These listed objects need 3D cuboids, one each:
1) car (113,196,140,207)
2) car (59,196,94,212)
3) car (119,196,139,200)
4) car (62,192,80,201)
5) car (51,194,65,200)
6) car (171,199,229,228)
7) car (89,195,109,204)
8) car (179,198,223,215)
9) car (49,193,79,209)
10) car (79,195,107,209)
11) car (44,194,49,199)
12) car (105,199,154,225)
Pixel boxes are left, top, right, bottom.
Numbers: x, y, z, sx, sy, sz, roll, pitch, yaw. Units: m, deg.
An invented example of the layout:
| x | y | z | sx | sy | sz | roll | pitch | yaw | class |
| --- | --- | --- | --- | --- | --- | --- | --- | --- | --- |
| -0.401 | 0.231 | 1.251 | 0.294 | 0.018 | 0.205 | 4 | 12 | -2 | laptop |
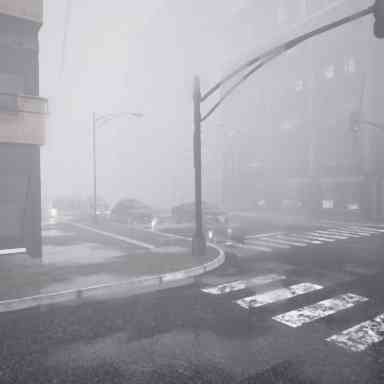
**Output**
| x | y | z | sx | sy | sz | roll | pitch | yaw | class |
| --- | --- | --- | --- | --- | --- | --- | --- | --- | --- |
| -9.103 | 1.266 | 45.971 | 1.752 | 1.417 | 4.829 | -1 | 1 | -35 | car |
| -12.658 | 1.448 | 36.388 | 2.008 | 1.369 | 4.403 | -1 | 1 | -35 | car |
| -5.467 | 1.374 | 30.548 | 1.882 | 1.535 | 5.008 | -1 | 1 | -35 | car |
| -25.182 | 0.935 | 69.189 | 2.192 | 1.841 | 5.009 | -1 | 1 | -35 | car |
| -31.651 | 1.124 | 78.535 | 2.008 | 1.369 | 4.403 | -1 | 1 | -35 | car |
| 0.419 | 1.434 | 22.043 | 2.128 | 1.511 | 4.902 | -1 | 1 | -35 | car |
| -15.573 | 1.217 | 55.315 | 1.752 | 1.417 | 4.829 | -1 | 1 | -35 | car |
| 0.782 | 1.360 | 31.879 | 1.887 | 1.381 | 4.507 | -1 | 1 | -35 | car |
| -15.894 | 1.313 | 41.059 | 1.967 | 1.590 | 4.097 | -1 | 1 | -35 | car |
| -11.470 | 1.397 | 39.230 | 2.033 | 1.411 | 5.357 | -1 | 1 | -35 | car |
| -34.982 | 1.075 | 83.346 | 1.752 | 1.417 | 4.829 | -1 | 1 | -35 | car |
| -4.390 | 1.509 | 24.221 | 1.887 | 1.381 | 4.507 | -1 | 1 | -35 | car |
